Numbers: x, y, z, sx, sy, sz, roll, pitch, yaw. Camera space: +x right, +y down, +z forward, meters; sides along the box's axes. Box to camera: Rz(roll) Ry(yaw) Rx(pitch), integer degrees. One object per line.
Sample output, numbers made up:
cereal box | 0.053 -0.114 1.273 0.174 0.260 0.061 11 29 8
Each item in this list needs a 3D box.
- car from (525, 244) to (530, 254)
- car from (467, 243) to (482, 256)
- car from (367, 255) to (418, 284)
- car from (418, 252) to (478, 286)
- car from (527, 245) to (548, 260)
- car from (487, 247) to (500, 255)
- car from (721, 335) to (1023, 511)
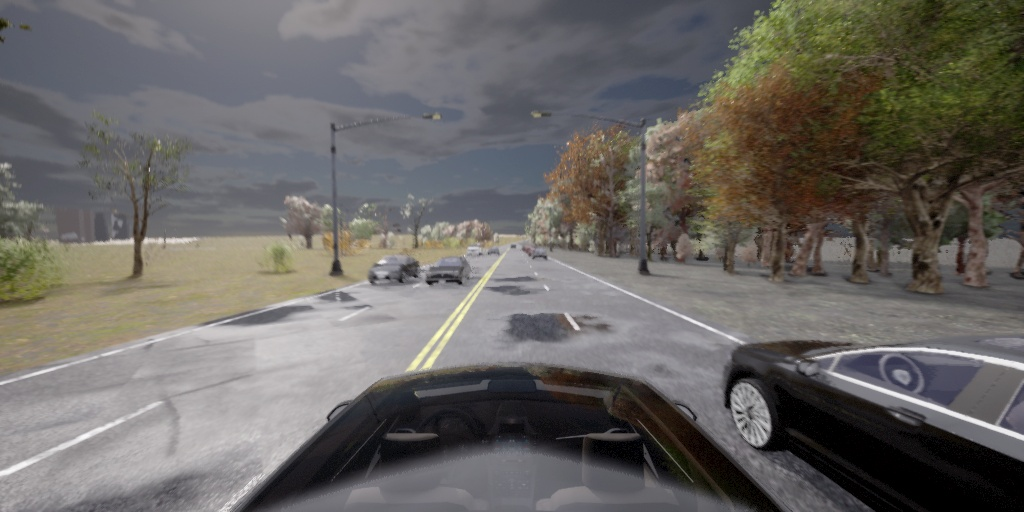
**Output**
car | 3.413 -0.721 55.397 1.812 1.442 4.674 0 3 0
car | -6.332 -1.105 61.139 2.150 2.045 5.566 0 2 1
car | -6.581 0.692 20.482 2.128 1.511 4.902 -1 2 0
car | -3.338 0.744 19.799 2.033 1.411 5.357 -1 2 0
car | 3.356 -0.288 44.421 2.033 1.411 5.357 0 1 0
car | -3.082 -0.825 61.256 1.994 1.385 4.181 0 2 1
car | 3.392 1.266 2.267 2.128 1.511 4.902 0 1 0
